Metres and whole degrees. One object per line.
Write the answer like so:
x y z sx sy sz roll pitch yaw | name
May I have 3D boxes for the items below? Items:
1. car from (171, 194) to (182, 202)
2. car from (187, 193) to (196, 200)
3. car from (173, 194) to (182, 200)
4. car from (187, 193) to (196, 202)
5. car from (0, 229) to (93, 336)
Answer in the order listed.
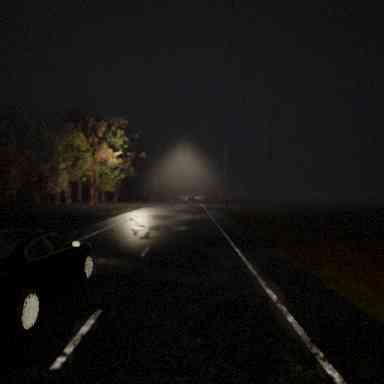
-3.576 1.440 73.476 2.128 1.511 4.902 0 0 0 | car
-0.089 1.133 83.872 2.097 1.767 4.553 0 0 0 | car
-3.587 1.320 83.900 2.033 1.411 5.357 0 0 0 | car
-0.077 1.437 73.863 2.128 1.511 4.902 0 0 0 | car
-3.504 1.477 6.708 1.882 1.535 5.008 0 0 0 | car
